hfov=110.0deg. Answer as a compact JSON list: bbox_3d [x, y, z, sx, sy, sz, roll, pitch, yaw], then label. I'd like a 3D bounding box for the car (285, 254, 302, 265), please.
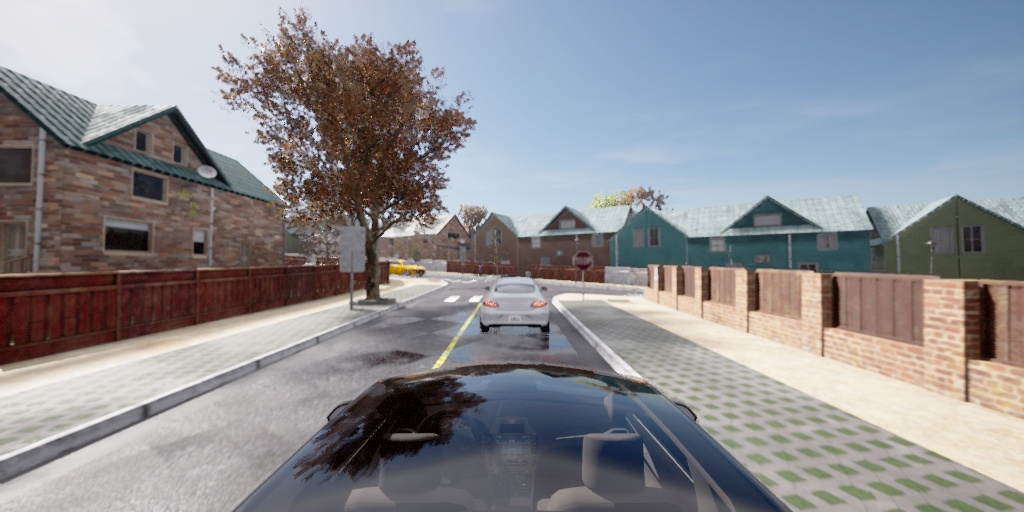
[{"bbox_3d":[-27.803,0.685,44.776,4.718,1.301,1.895,2,-1,32],"label":"car"}]

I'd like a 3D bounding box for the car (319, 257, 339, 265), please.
[{"bbox_3d":[-19.080,0.844,39.312,5.008,1.535,1.882,2,-1,32],"label":"car"}]

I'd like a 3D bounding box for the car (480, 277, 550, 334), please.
[{"bbox_3d":[0.114,1.355,10.855,1.812,1.442,4.674,0,-1,1],"label":"car"}]

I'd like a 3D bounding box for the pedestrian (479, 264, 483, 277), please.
[{"bbox_3d":[-3.154,1.402,36.245,0.375,1.300,0.375,-1,-5,32],"label":"pedestrian"}]

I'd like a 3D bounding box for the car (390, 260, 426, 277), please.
[{"bbox_3d":[-10.280,1.137,33.796,5.008,1.535,1.882,2,-1,32],"label":"car"}]
